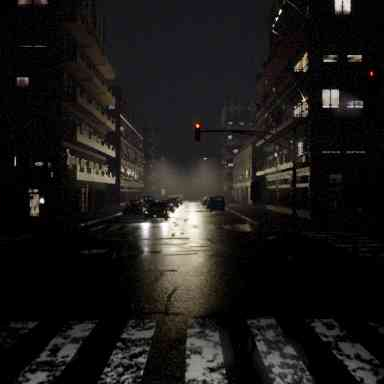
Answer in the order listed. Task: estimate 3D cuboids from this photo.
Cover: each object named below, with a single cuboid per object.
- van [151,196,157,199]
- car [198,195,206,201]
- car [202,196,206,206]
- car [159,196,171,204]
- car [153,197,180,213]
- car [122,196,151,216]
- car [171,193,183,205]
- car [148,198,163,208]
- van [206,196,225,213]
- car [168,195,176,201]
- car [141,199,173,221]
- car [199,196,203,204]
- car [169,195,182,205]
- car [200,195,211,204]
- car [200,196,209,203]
[{"bbox_3d":[-5.366,1.357,43.121,1.690,1.788,3.998,0,0,0],"label":"van"},{"bbox_3d":[2.654,1.584,87.764,1.947,1.339,4.313,0,0,0],"label":"car"},{"bbox_3d":[2.703,1.561,43.113,1.887,1.381,4.507,0,0,0],"label":"car"},{"bbox_3d":[-5.249,1.566,65.446,1.887,1.381,4.507,0,0,0],"label":"car"},{"bbox_3d":[-2.812,1.562,37.073,2.033,1.411,5.357,0,0,0],"label":"car"},{"bbox_3d":[-5.412,1.453,31.957,1.967,1.590,4.097,0,0,0],"label":"car"},{"bbox_3d":[-2.743,1.242,57.628,2.150,2.045,5.566,0,0,1],"label":"car"},{"bbox_3d":[-5.314,1.600,48.702,1.802,1.307,4.206,0,0,0],"label":"car"},{"bbox_3d":[2.732,1.355,36.909,1.690,1.788,3.998,0,0,0],"label":"van"},{"bbox_3d":[-5.227,1.569,87.772,2.008,1.369,4.403,0,0,0],"label":"car"},{"bbox_3d":[-2.810,1.537,27.427,1.812,1.442,4.674,0,0,-1],"label":"car"},{"bbox_3d":[2.622,1.585,54.275,1.947,1.339,4.313,0,0,0],"label":"car"},{"bbox_3d":[-2.792,1.543,46.985,1.812,1.442,4.674,0,0,0],"label":"car"},{"bbox_3d":[2.631,1.462,65.438,1.967,1.590,4.097,0,0,0],"label":"car"},{"bbox_3d":[2.637,1.566,71.019,1.887,1.381,4.507,0,0,0],"label":"car"}]
